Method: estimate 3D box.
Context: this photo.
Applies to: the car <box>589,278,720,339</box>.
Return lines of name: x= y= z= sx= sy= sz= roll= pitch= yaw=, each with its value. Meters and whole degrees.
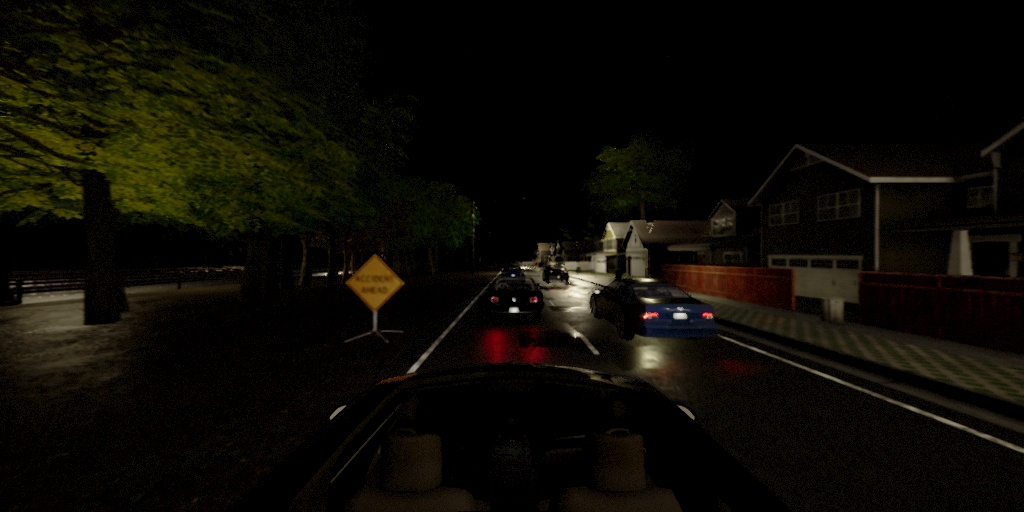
car: x=3.567 y=1.327 z=10.085 sx=2.033 sy=1.411 sz=5.357 roll=0 pitch=0 yaw=0

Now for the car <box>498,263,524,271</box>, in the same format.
car: x=0.081 y=1.507 z=30.435 sx=1.994 sy=1.385 sz=4.181 roll=0 pitch=-1 yaw=0

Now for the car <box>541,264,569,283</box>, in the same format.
car: x=3.579 y=1.429 z=29.892 sx=2.128 sy=1.511 sz=4.902 roll=0 pitch=-1 yaw=0

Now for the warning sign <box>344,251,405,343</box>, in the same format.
warning sign: x=-3.051 y=0.883 z=8.000 sx=1.300 sy=1.860 sz=1.060 roll=0 pitch=0 yaw=0

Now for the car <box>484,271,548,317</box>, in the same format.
car: x=0.079 y=1.402 z=13.347 sx=1.895 sy=1.301 sz=4.718 roll=0 pitch=0 yaw=0
